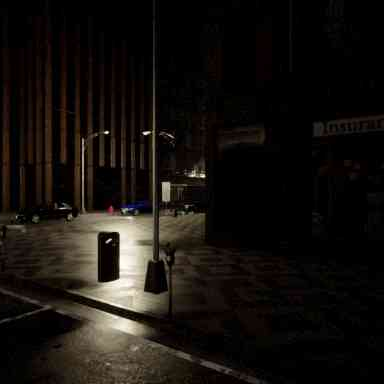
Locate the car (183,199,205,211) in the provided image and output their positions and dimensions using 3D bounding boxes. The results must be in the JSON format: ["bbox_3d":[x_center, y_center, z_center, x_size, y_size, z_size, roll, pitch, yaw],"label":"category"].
[{"bbox_3d":[0.764,1.628,42.663,2.128,1.511,4.902,0,0,35],"label":"car"}]

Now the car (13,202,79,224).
[{"bbox_3d":[-11.184,1.568,25.791,1.837,1.490,4.892,0,0,35],"label":"car"}]

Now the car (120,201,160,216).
[{"bbox_3d":[-5.251,1.626,34.184,1.812,1.442,4.674,0,0,36],"label":"car"}]
